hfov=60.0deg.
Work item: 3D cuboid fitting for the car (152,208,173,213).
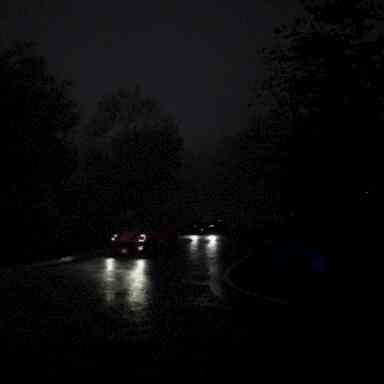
[{"bbox_3d":[-5.450,3.345,53.469,5.008,1.535,1.882,-2,-3,20],"label":"car"}]

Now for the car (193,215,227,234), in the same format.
[{"bbox_3d":[1.622,2.682,28.231,1.812,1.442,4.674,-3,-1,21],"label":"car"}]

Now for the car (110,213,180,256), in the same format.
[{"bbox_3d":[-2.406,2.268,17.811,2.097,1.767,4.553,-3,-2,22],"label":"car"}]
